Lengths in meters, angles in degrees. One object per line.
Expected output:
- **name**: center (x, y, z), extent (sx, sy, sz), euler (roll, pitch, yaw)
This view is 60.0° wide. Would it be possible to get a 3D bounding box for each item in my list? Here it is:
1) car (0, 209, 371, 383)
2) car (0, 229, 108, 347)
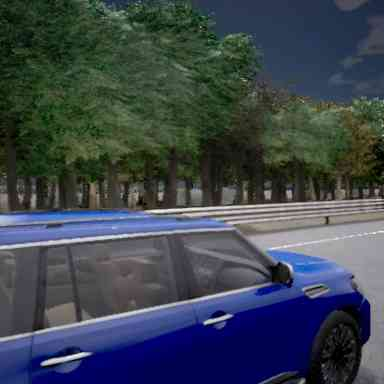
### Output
- **car**: center (-0.473, 1.195, 3.375), extent (5.566, 2.045, 2.150), euler (-1, 1, -35)
- **car**: center (-3.736, 1.554, 5.341), extent (4.181, 1.385, 1.994), euler (-1, 1, -36)
